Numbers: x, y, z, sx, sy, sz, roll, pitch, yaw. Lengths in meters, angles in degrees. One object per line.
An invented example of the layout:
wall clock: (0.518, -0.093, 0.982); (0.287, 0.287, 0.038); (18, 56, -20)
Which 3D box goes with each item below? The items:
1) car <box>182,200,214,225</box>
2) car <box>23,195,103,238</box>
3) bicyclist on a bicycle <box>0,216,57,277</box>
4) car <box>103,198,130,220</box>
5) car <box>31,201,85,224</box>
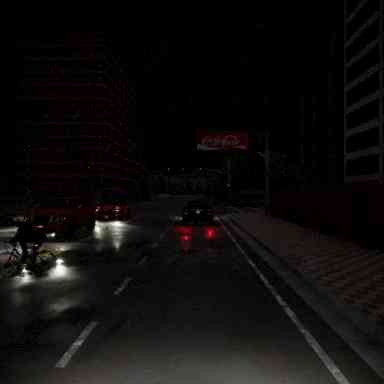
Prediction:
car: (0.427, 1.352, 24.010); (2.097, 1.767, 4.553); (0, 0, 1)
car: (-6.841, 1.221, 17.899); (2.150, 2.045, 5.566); (0, 0, 1)
bicyclist on a bicycle: (-4.407, 1.455, 8.806); (1.656, 1.620, 0.582); (-2, 0, 1)
car: (-6.616, 1.352, 28.069); (2.097, 1.767, 4.553); (0, 0, 1)
car: (-10.165, 1.492, 25.677); (2.128, 1.511, 4.902); (0, 0, 1)
